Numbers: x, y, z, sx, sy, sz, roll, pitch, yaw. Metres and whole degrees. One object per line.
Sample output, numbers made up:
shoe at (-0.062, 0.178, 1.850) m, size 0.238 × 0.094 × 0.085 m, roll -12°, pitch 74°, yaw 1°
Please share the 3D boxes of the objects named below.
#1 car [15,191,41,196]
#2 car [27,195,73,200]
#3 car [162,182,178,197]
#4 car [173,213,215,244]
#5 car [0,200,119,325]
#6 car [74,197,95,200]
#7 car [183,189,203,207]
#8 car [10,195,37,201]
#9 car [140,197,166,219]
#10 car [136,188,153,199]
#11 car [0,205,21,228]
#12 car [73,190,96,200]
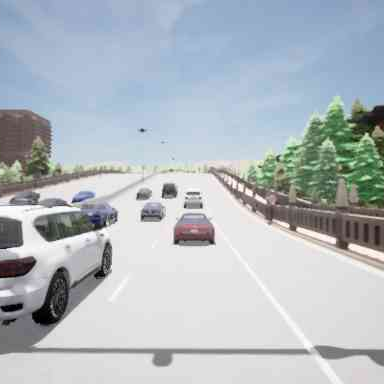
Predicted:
car at (-20.926, 0.675, 41.965) m, size 1.882 × 1.535 × 5.008 m, roll 0°, pitch 5°, yaw 0°
car at (-13.976, 1.333, 32.978) m, size 1.882 × 1.535 × 5.008 m, roll 0°, pitch 3°, yaw 0°
car at (-3.321, -0.476, 50.233) m, size 2.150 × 2.045 × 5.566 m, roll 0°, pitch 7°, yaw 1°
car at (0.100, 1.752, 17.009) m, size 1.994 × 1.385 × 4.181 m, roll 0°, pitch -1°, yaw 0°
car at (-3.401, 1.308, 7.404) m, size 2.150 × 2.045 × 5.566 m, roll 0°, pitch -1°, yaw 0°
car at (-6.897, 1.519, 24.688) m, size 2.097 × 1.767 × 4.553 m, roll 0°, pitch 1°, yaw 0°
car at (0.163, 0.591, 39.972) m, size 2.150 × 2.045 × 5.566 m, roll 0°, pitch 5°, yaw 0°
car at (-17.471, 1.404, 33.926) m, size 1.895 × 1.301 × 4.718 m, roll 0°, pitch 3°, yaw 0°
car at (-3.387, 1.568, 29.515) m, size 2.033 × 1.411 × 5.357 m, roll 0°, pitch 2°, yaw 0°
car at (-6.877, 0.101, 48.048) m, size 2.033 × 1.411 × 5.357 m, roll 0°, pitch 7°, yaw 1°
car at (-14.024, 1.716, 23.103) m, size 1.812 × 1.442 × 4.674 m, roll 0°, pitch 1°, yaw 0°
car at (-13.920, 0.561, 43.115) m, size 1.882 × 1.535 × 5.008 m, roll 0°, pitch 6°, yaw 0°
